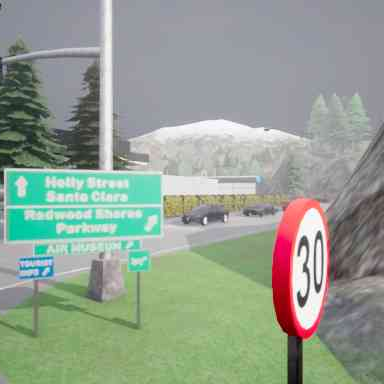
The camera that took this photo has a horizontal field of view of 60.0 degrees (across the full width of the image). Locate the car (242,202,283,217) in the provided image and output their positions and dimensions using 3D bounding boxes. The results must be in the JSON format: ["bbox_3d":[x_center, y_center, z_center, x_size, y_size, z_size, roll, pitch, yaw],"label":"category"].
[{"bbox_3d":[7.169,1.738,34.222,2.033,1.411,5.357,0,0,36],"label":"car"}]

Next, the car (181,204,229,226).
[{"bbox_3d":[1.112,1.696,25.903,1.837,1.490,4.892,0,0,36],"label":"car"}]

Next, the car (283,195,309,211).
[{"bbox_3d":[13.466,1.412,42.792,2.150,2.045,5.566,0,0,36],"label":"car"}]

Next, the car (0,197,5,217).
[{"bbox_3d":[-12.314,1.503,26.023,1.905,1.878,3.866,0,0,35],"label":"car"}]

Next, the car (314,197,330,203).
[{"bbox_3d":[28.344,1.786,74.860,1.895,1.301,4.718,0,0,-42],"label":"car"}]

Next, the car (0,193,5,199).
[{"bbox_3d":[-38.508,1.486,69.971,4.514,1.523,2.007,0,0,35],"label":"car"}]
